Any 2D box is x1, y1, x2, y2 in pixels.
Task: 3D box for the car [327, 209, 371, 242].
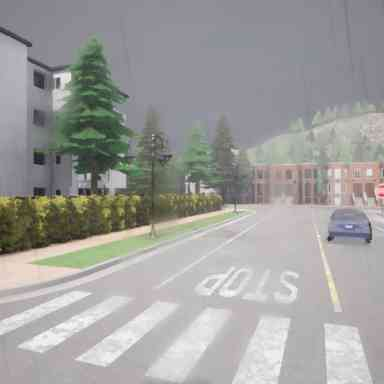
[{"bbox_3d":[7.707,1.532,16.435,2.033,1.411,5.357,0,0,24],"label":"car"}]
